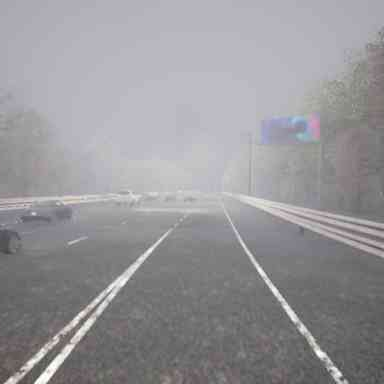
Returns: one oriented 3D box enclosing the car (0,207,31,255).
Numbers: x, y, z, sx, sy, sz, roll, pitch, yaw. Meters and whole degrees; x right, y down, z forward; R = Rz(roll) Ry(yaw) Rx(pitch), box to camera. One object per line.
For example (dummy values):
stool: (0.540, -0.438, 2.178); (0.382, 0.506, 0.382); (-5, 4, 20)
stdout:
car: (-6.959, 1.389, 9.701); (1.812, 1.442, 4.674); (0, 1, 4)

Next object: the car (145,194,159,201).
car: (-7.188, 0.991, 60.292); (1.895, 1.301, 4.718); (0, 0, 4)

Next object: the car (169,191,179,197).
car: (-5.012, 0.513, 93.843); (2.097, 1.767, 4.553); (0, 0, 4)

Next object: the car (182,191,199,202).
car: (-0.210, 1.045, 59.717); (1.895, 1.301, 4.718); (0, 0, 4)

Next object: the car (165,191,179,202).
car: (-3.703, 0.965, 59.962); (2.033, 1.411, 5.357); (0, 0, 4)

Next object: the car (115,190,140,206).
car: (-8.290, 0.759, 43.255); (2.150, 2.045, 5.566); (0, 1, 4)

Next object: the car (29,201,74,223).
car: (-9.633, 1.287, 22.550); (1.994, 1.385, 4.181); (0, 1, 4)
